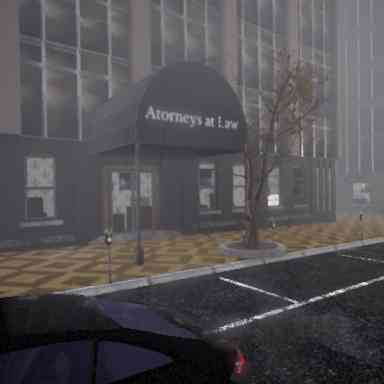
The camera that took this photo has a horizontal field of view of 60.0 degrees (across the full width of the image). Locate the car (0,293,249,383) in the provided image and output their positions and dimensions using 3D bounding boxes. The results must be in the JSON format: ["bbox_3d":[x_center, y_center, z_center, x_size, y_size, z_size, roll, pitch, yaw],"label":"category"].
[{"bbox_3d":[-1.513,1.564,2.301,4.181,1.385,1.994,0,0,-36],"label":"car"}]
